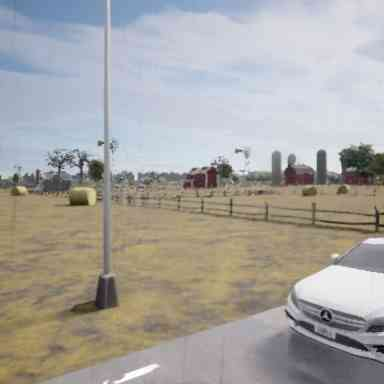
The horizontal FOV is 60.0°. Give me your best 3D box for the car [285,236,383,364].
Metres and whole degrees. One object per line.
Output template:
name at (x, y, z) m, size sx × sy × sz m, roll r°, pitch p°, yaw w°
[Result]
car at (3.597, 1.529, 5.695) m, size 4.674 × 1.442 × 1.812 m, roll 0°, pitch 0°, yaw -36°
